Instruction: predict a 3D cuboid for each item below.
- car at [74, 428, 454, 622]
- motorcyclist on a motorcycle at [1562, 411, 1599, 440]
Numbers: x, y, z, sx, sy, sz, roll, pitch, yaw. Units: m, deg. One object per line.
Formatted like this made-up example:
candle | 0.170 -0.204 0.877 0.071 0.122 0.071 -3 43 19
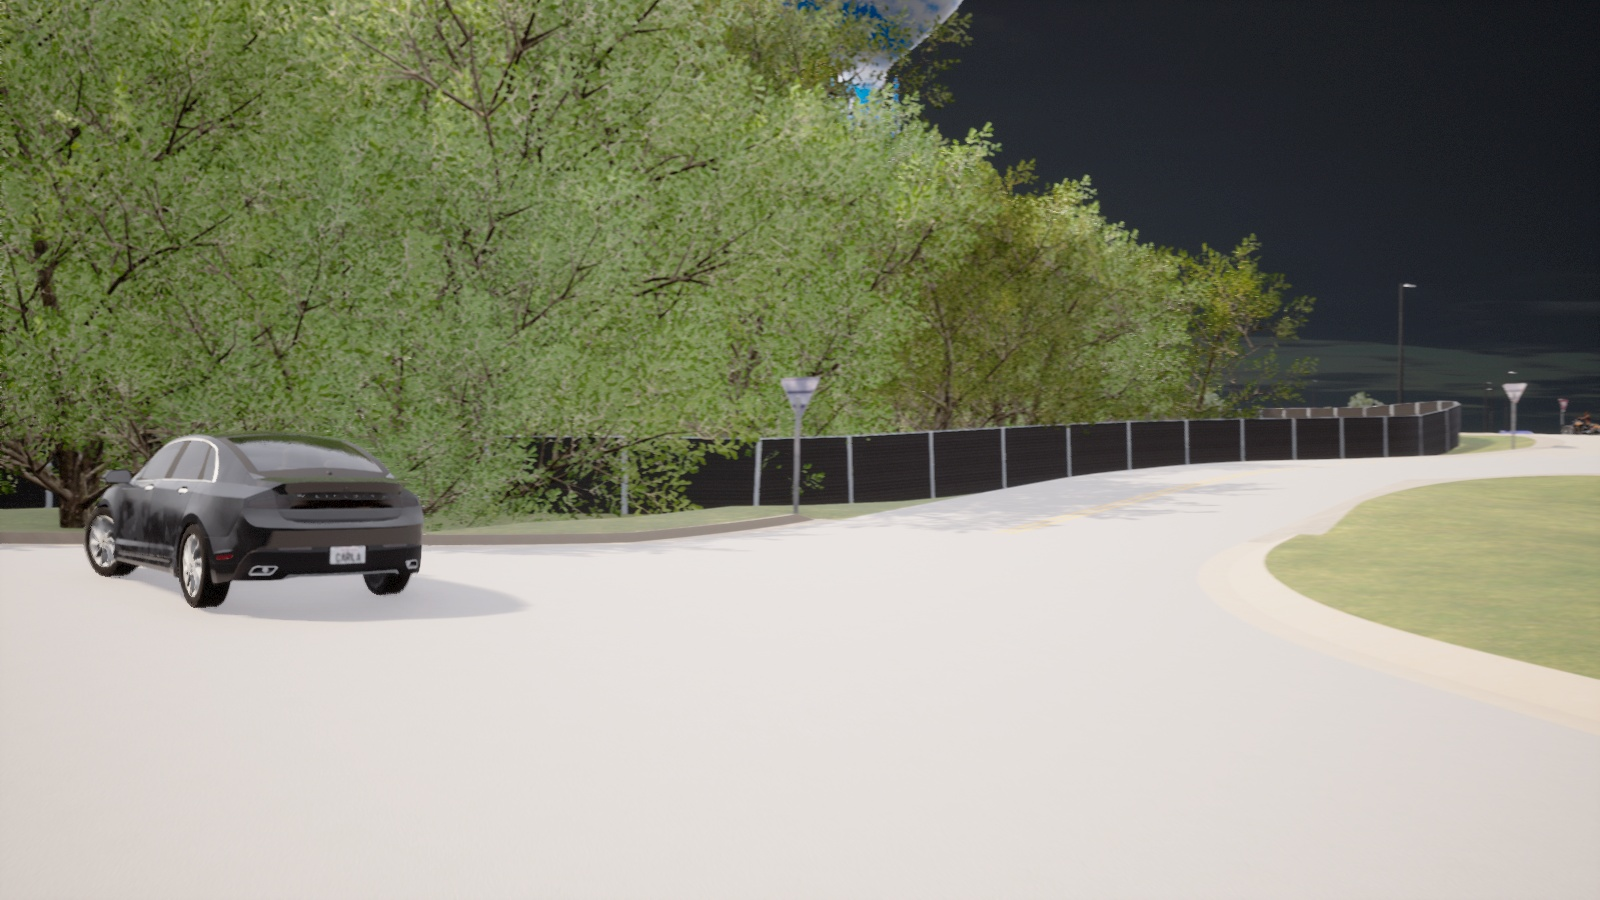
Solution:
car | -5.399 0.570 12.224 1.837 1.490 4.892 2 0 -43
motorcyclist on a motorcycle | 46.872 -1.453 74.824 0.766 1.649 2.350 1 1 -35
